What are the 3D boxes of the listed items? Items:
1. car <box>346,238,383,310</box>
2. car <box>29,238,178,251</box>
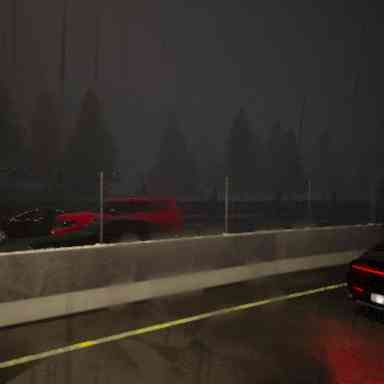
[{"bbox_3d":[5.236,1.560,6.777,4.892,1.490,1.837,1,0,-30],"label":"car"},{"bbox_3d":[-2.560,1.533,10.454,4.674,1.442,1.812,1,0,-32],"label":"car"}]
